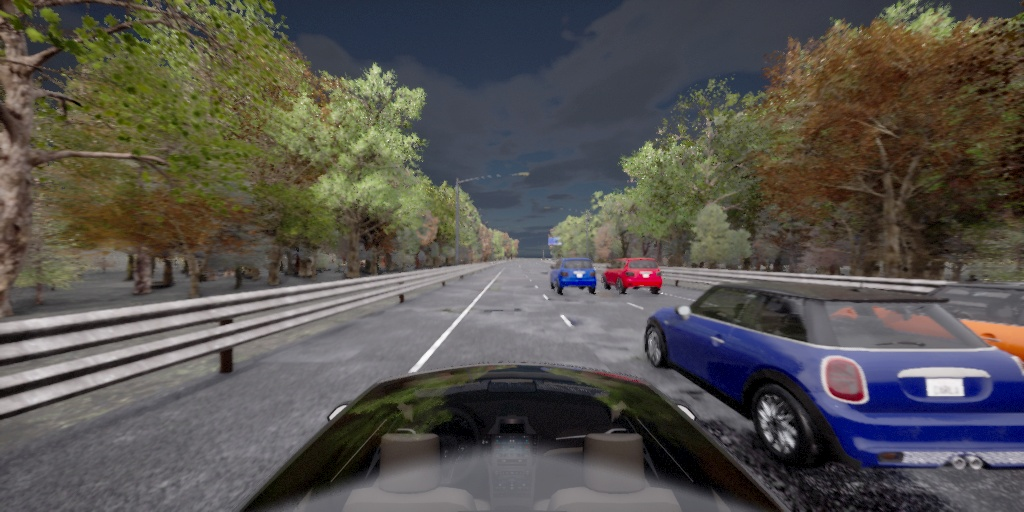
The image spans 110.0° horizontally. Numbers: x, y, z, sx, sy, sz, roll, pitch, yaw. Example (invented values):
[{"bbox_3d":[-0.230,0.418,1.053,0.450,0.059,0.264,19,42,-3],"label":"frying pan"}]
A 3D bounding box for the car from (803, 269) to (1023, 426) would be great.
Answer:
[{"bbox_3d":[7.101,1.134,5.161,2.097,1.767,4.553,0,-1,0],"label":"car"}]

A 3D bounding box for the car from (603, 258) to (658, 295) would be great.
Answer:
[{"bbox_3d":[7.107,1.155,21.707,2.150,2.045,5.566,0,-1,0],"label":"car"}]

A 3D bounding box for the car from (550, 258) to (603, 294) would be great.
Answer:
[{"bbox_3d":[3.607,1.156,21.842,2.150,2.045,5.566,0,-1,0],"label":"car"}]

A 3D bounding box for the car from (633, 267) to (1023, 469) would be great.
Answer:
[{"bbox_3d":[3.602,1.133,5.107,2.097,1.767,4.553,0,-1,0],"label":"car"}]
